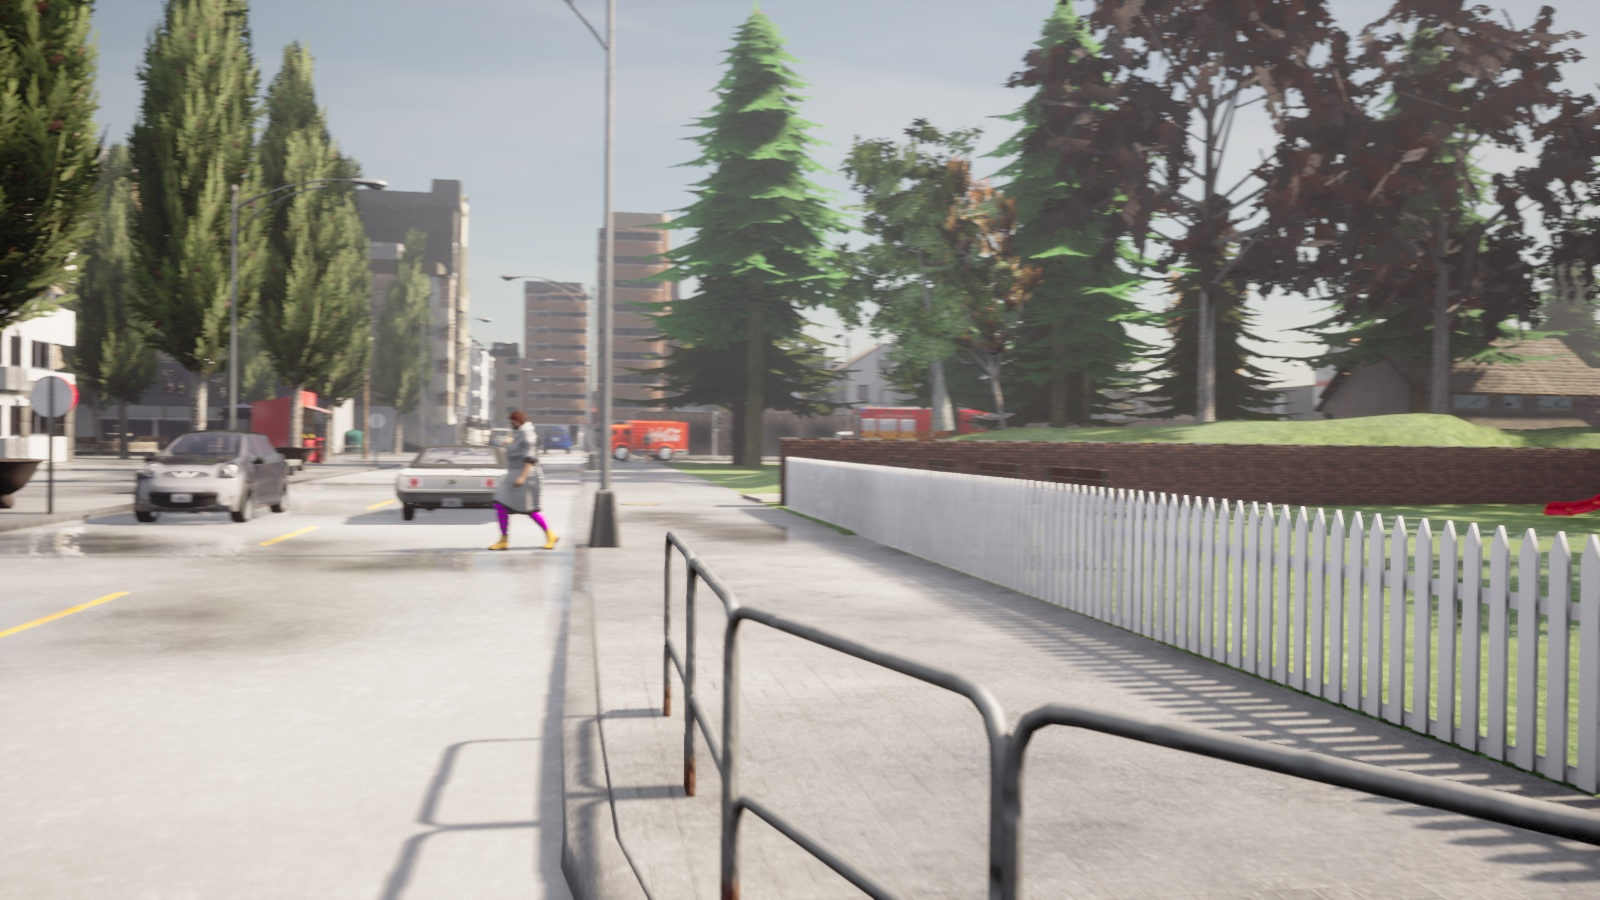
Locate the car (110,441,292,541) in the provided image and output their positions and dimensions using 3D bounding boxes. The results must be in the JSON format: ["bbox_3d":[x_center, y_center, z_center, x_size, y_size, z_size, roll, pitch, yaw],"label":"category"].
[{"bbox_3d":[-9.943,0.613,21.127,1.845,1.501,3.633,0,1,-10],"label":"car"}]

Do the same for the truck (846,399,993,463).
[{"bbox_3d":[7.283,-1.152,76.867,8.468,3.827,2.891,0,1,-10],"label":"truck"}]

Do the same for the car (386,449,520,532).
[{"bbox_3d":[-6.193,0.664,22.896,1.895,1.301,4.718,0,1,-10],"label":"car"}]

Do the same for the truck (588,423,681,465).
[{"bbox_3d":[-10.157,-0.384,77.155,5.204,2.467,2.627,-1,2,-21],"label":"truck"}]

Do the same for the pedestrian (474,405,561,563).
[{"bbox_3d":[-3.609,0.410,16.020,0.873,1.952,0.659,-1,1,-37],"label":"pedestrian"}]

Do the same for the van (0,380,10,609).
[{"bbox_3d":[-7.801,0.418,8.999,2.069,2.038,4.480,0,1,-10],"label":"van"}]

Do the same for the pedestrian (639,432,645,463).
[{"bbox_3d":[-9.460,-0.132,75.193,0.353,1.847,0.614,0,1,-10],"label":"pedestrian"}]

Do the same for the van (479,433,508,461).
[{"bbox_3d":[-22.877,-0.224,93.835,1.775,1.987,4.442,0,1,-10],"label":"van"}]
